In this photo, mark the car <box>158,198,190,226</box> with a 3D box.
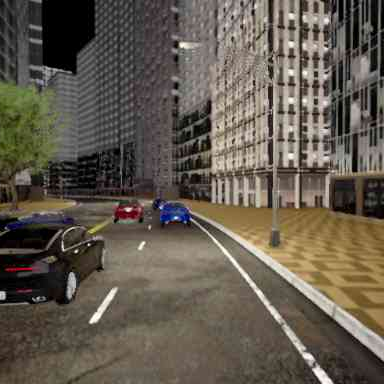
[{"bbox_3d":[-1.243,1.463,23.248,1.882,1.535,5.008,0,0,-6],"label":"car"}]

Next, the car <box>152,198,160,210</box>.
[{"bbox_3d":[-4.011,1.505,41.955,1.812,1.442,4.674,0,0,-11],"label":"car"}]

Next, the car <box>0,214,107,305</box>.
[{"bbox_3d":[-3.389,1.507,8.059,1.837,1.490,4.892,0,0,-2],"label":"car"}]

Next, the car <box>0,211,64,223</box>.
[{"bbox_3d":[-7.314,1.612,16.335,1.895,1.301,4.718,0,0,-5],"label":"car"}]

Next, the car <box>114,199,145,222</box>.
[{"bbox_3d":[-4.861,1.349,26.299,2.097,1.767,4.553,0,0,-7],"label":"car"}]
